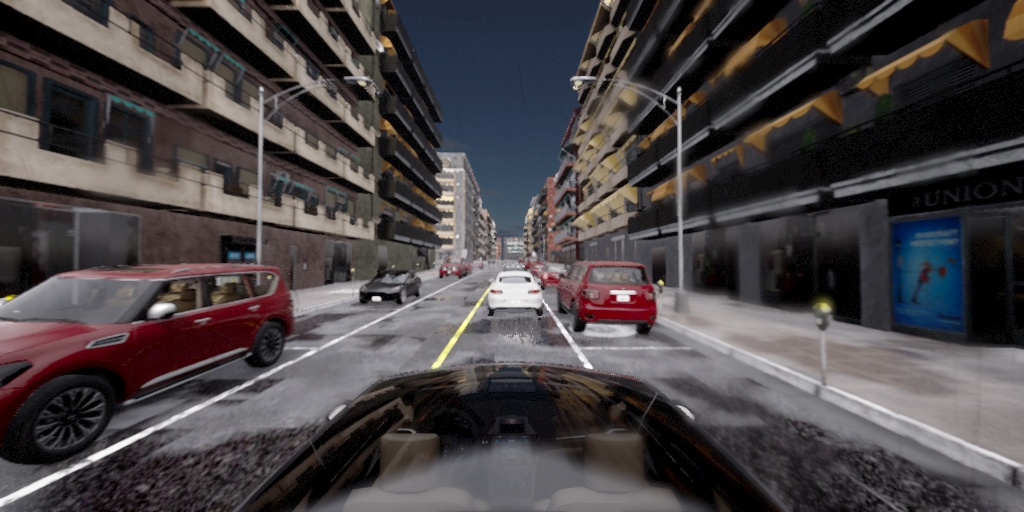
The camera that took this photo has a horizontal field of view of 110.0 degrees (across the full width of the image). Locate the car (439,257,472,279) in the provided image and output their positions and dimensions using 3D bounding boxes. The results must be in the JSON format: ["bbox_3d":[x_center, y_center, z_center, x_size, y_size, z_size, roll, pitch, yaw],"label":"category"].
[{"bbox_3d":[-5.309,1.048,32.819,2.192,1.841,5.009,0,0,0],"label":"car"}]

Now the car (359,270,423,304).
[{"bbox_3d":[-5.312,1.300,16.231,1.948,1.339,4.313,0,0,0],"label":"car"}]

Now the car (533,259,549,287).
[{"bbox_3d":[2.537,1.173,21.701,1.967,1.591,4.097,0,0,0],"label":"car"}]

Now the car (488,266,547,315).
[{"bbox_3d":[0.104,1.263,13.363,1.812,1.442,4.674,0,0,0],"label":"car"}]

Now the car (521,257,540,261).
[{"bbox_3d":[2.541,1.057,43.825,2.192,1.841,5.009,0,0,0],"label":"car"}]

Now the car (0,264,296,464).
[{"bbox_3d":[-5.314,1.060,5.168,2.192,1.841,5.009,0,0,0],"label":"car"}]

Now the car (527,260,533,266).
[{"bbox_3d":[2.539,1.315,32.763,1.802,1.307,4.207,0,0,0],"label":"car"}]

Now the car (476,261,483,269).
[{"bbox_3d":[-5.306,1.341,54.944,1.802,1.307,4.207,0,0,0],"label":"car"}]

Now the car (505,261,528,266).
[{"bbox_3d":[0.107,1.334,31.170,1.895,1.301,4.718,0,0,0],"label":"car"}]

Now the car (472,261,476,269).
[{"bbox_3d":[-5.308,1.282,38.351,1.888,1.381,4.507,0,0,0],"label":"car"}]

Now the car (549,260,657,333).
[{"bbox_3d":[2.535,1.054,10.638,2.192,1.841,5.009,0,0,0],"label":"car"}]
